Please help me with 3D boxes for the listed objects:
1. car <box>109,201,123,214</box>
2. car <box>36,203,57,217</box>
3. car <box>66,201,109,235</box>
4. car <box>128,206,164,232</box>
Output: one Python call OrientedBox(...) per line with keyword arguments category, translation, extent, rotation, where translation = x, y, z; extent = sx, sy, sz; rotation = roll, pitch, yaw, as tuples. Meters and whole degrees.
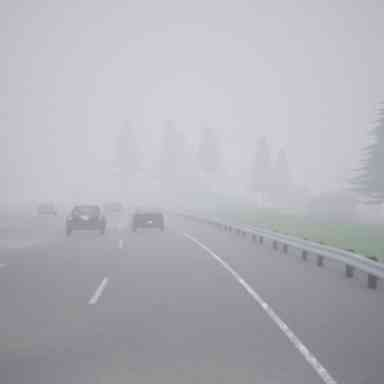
OrientedBox(category="car", translation=(-9.342, 1.760, 38.520), extent=(2.128, 1.511, 4.902), rotation=(0, 0, -26))
OrientedBox(category="car", translation=(-15.288, 1.823, 35.046), extent=(2.033, 1.411, 5.357), rotation=(0, 0, -26))
OrientedBox(category="car", translation=(-6.339, 1.500, 20.276), extent=(2.097, 1.767, 4.553), rotation=(0, 0, -14))
OrientedBox(category="car", translation=(-3.049, 1.619, 21.612), extent=(1.882, 1.535, 5.008), rotation=(0, 0, -14))
